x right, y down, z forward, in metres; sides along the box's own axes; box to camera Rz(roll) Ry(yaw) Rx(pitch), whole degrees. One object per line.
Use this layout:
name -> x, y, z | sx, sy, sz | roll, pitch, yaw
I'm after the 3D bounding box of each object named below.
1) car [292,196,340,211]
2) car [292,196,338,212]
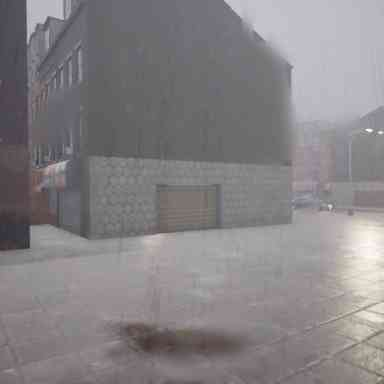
car -> 14.015, 1.246, 37.829 | 1.837, 1.490, 4.892 | -1, 1, -35
car -> 12.358, 1.289, 35.059 | 2.128, 1.511, 4.902 | -1, 1, -35
